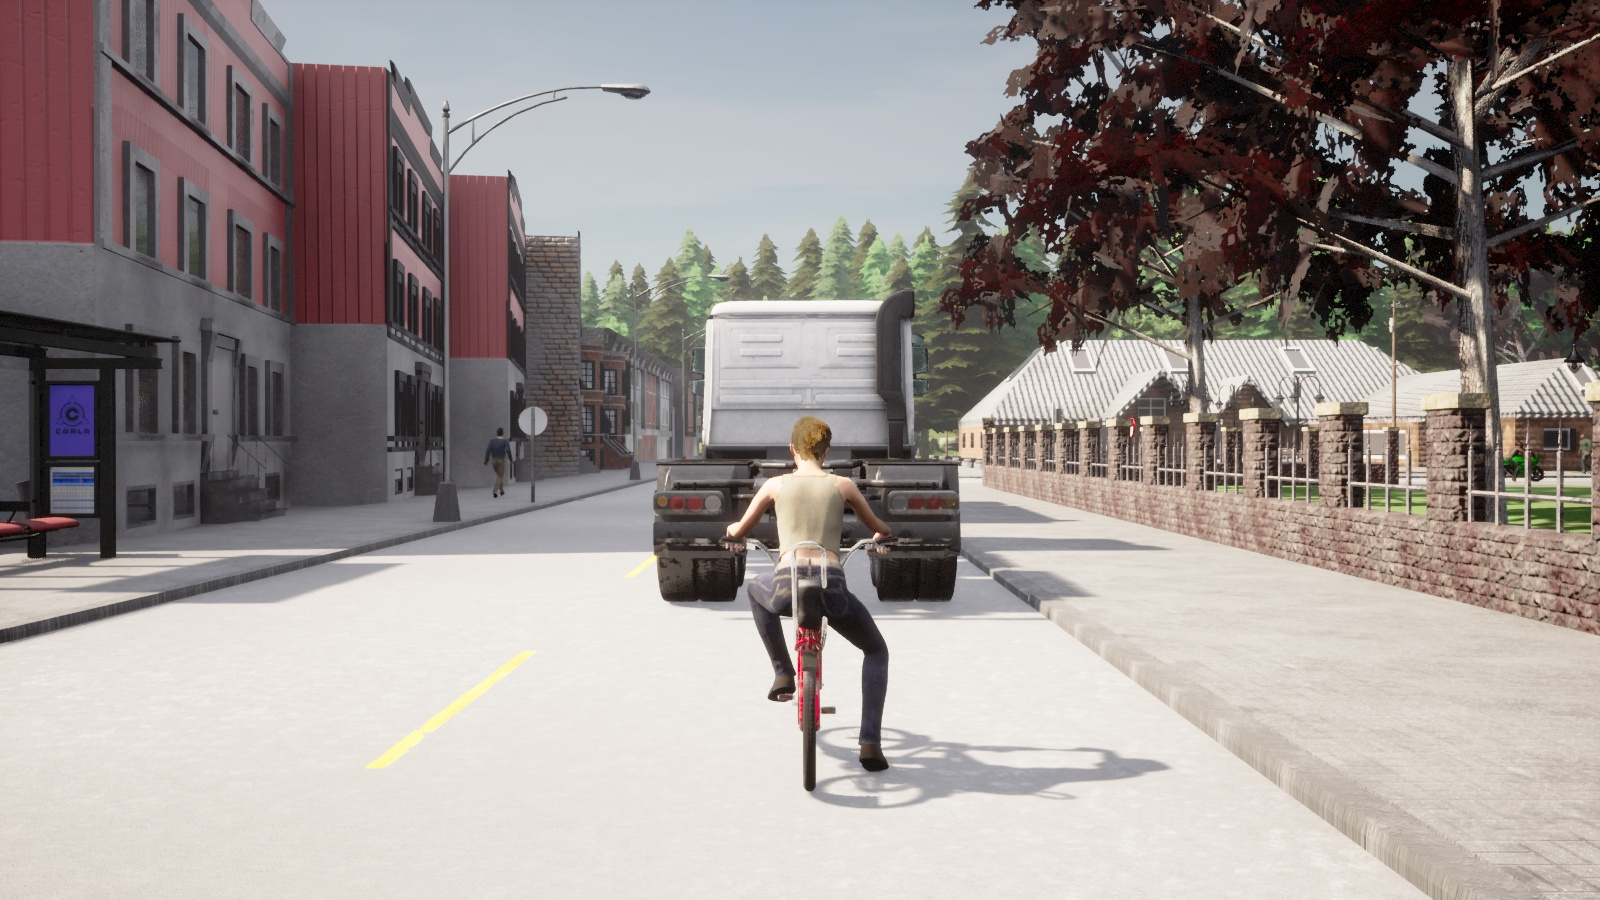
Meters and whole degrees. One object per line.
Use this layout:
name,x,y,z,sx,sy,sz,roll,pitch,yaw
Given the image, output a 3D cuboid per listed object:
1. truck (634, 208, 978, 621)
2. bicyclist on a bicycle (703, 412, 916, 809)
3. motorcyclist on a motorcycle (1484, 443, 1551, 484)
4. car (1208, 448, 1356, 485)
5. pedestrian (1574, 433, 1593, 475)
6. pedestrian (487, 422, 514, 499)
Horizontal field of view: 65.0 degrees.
truck,0.095,-0.317,14.519,2.891,3.462,7.936,0,0,1
bicyclist on a bicycle,0.044,0.650,5.856,0.866,1.612,1.509,0,0,0
motorcyclist on a motorcycle,26.488,0.488,46.375,2.044,1.523,0.797,0,0,-1
car,17.769,0.599,46.425,4.718,1.301,1.895,0,0,-1
pedestrian,33.924,0.174,54.359,0.614,1.847,0.353,0,0,0
pedestrian,-7.659,0.264,32.115,0.423,1.949,0.788,0,0,7
